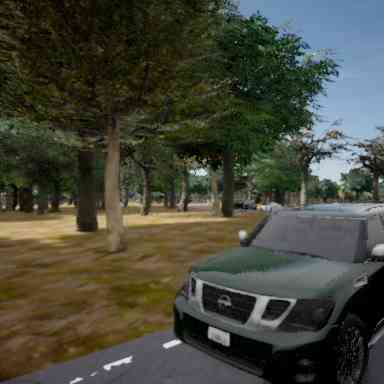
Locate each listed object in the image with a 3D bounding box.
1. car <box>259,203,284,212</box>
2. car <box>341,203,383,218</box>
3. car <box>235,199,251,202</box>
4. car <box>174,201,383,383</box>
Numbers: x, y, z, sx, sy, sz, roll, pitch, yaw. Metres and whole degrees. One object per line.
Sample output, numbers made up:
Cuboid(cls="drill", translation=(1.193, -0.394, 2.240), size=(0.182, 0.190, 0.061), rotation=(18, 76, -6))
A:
Cuboid(cls="car", translation=(12.945, 2.445, 54.166), size=(1.812, 1.442, 4.674), rotation=(1, -2, -17))
Cuboid(cls="car", translation=(18.227, 1.953, 36.051), size=(1.837, 1.490, 4.892), rotation=(0, -1, -3))
Cuboid(cls="car", translation=(8.927, 2.180, 55.998), size=(2.150, 2.045, 5.566), rotation=(1, -2, -17))
Cuboid(cls="car", translation=(2.255, 1.239, 5.620), size=(5.566, 2.045, 2.150), rotation=(0, 0, -45))
